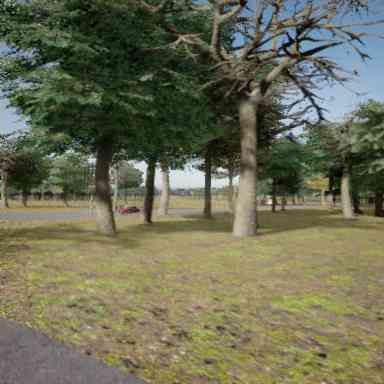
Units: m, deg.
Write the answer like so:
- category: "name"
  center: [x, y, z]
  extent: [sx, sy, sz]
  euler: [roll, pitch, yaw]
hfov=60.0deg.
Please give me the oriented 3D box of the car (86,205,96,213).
- category: "car"
  center: [-17.311, 3.041, 61.613]
  extent: [1.837, 1.490, 4.892]
  euler: [1, 1, 36]

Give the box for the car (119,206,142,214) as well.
- category: "car"
  center: [-10.709, 3.157, 58.801]
  extent: [1.812, 1.442, 4.674]
  euler: [1, -1, 36]
